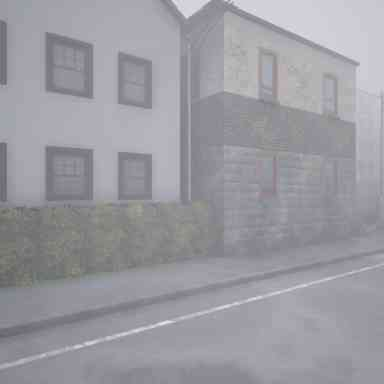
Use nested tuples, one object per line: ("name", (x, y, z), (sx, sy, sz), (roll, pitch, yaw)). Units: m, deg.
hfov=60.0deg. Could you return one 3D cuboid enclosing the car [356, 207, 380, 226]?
("car", (14.009, 1.721, 23.007), (2.033, 1.411, 5.357), (0, 0, -36))
